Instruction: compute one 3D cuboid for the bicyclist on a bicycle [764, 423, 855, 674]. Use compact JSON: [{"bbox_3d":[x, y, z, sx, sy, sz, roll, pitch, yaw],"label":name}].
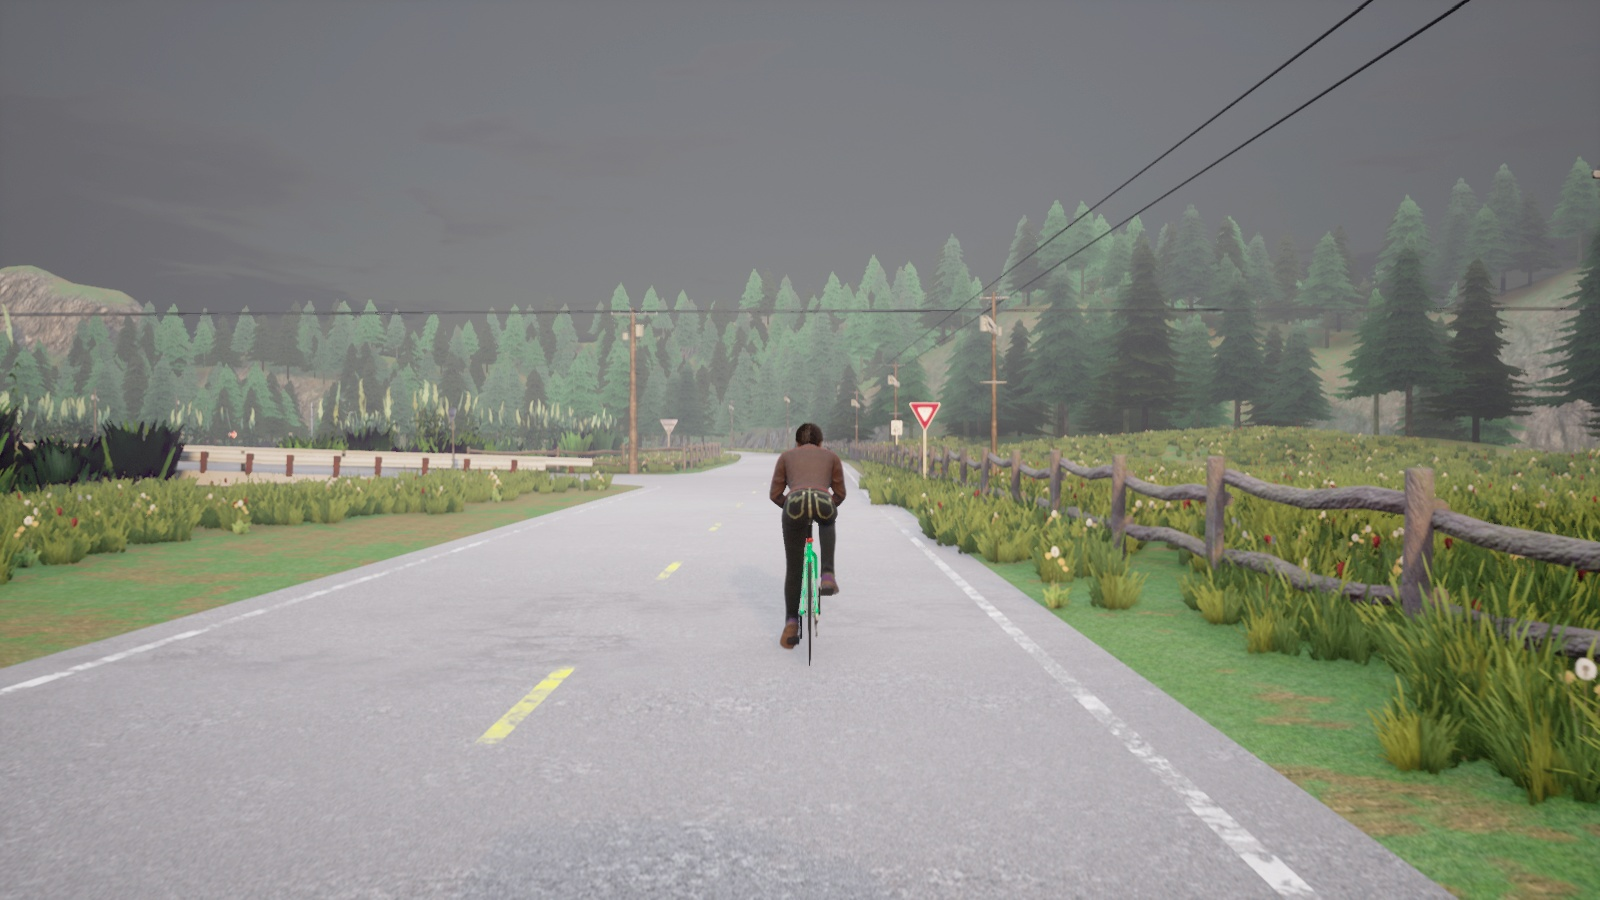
[{"bbox_3d":[0.065,0.637,8.938,0.582,1.620,1.656,0,0,0],"label":"bicyclist on a bicycle"}]
